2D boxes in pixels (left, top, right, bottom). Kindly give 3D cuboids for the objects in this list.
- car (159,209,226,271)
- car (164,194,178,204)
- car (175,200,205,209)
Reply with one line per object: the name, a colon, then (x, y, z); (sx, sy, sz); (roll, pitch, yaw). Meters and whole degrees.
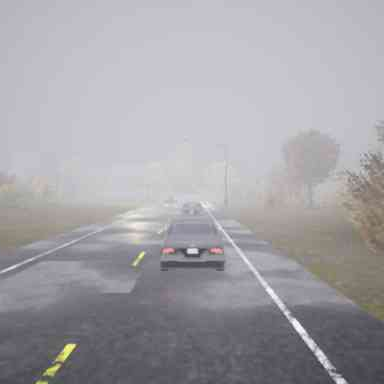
car: (0.020, 1.507, 10.761); (2.033, 1.411, 5.357); (0, 0, 0)
car: (-3.578, 1.158, 57.435); (2.097, 1.767, 4.553); (0, 0, 0)
car: (0.016, 1.453, 25.760); (2.033, 1.411, 5.357); (0, 0, 1)
